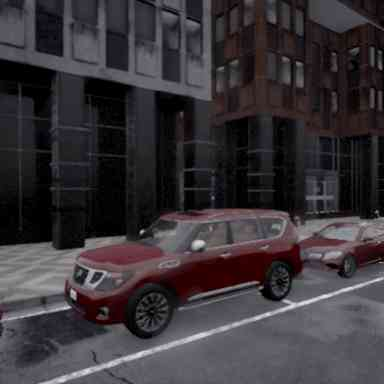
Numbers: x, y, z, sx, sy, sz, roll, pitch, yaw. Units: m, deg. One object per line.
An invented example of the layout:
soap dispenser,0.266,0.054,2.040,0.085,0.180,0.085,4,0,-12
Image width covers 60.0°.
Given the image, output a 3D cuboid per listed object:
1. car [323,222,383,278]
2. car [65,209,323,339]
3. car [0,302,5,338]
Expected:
car,4.721,1.575,10.021,4.206,1.307,1.802,0,0,-36
car,0.160,1.312,6.767,5.009,1.841,2.192,0,0,-36
car,-4.400,1.583,3.512,4.206,1.307,1.802,0,0,-36
